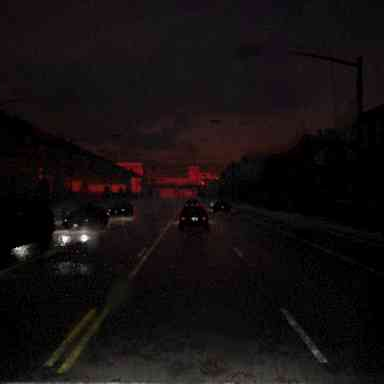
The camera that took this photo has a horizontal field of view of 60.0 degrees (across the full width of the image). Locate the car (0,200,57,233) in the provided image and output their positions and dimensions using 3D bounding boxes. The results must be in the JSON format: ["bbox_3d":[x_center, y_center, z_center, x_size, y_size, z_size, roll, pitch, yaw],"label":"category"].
[{"bbox_3d":[-10.528,1.413,20.990,2.097,1.767,4.553,0,0,0],"label":"car"}]

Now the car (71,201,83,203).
[{"bbox_3d":[-10.501,1.582,31.014,2.128,1.511,4.902,0,0,0],"label":"car"}]

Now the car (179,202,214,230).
[{"bbox_3d":[0.099,1.610,21.609,2.033,1.411,5.357,0,0,0],"label":"car"}]

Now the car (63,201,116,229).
[{"bbox_3d":[-7.012,1.614,22.711,2.033,1.411,5.357,0,0,0],"label":"car"}]

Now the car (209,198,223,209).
[{"bbox_3d":[3.503,1.670,50.116,1.812,1.442,4.674,0,0,0],"label":"car"}]

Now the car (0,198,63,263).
[{"bbox_3d":[-7.088,1.258,12.471,2.150,2.045,5.566,0,0,0],"label":"car"}]

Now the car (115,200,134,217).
[{"bbox_3d":[-7.002,1.601,32.975,1.837,1.490,4.892,0,0,0],"label":"car"}]

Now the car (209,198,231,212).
[{"bbox_3d":[3.500,1.676,39.761,1.994,1.385,4.181,0,0,0],"label":"car"}]

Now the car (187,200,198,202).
[{"bbox_3d":[0.029,1.670,42.432,2.033,1.411,5.357,0,0,0],"label":"car"}]
